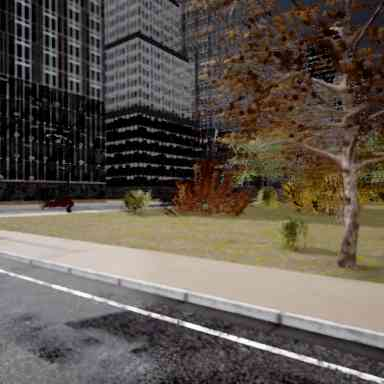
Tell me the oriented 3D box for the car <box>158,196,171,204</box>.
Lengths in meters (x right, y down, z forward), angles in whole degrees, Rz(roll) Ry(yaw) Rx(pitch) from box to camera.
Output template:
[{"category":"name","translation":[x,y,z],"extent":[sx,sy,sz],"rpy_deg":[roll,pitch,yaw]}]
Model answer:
[{"category":"car","translation":[-4.437,1.572,64.125],"extent":[1.837,1.490,4.892],"rpy_deg":[-1,-1,37]}]

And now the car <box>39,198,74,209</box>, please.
[{"category":"car","translation":[-18.477,1.565,45.664],"extent":[1.812,1.442,4.674],"rpy_deg":[-1,-1,37]}]
